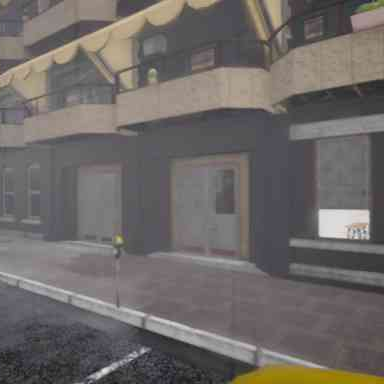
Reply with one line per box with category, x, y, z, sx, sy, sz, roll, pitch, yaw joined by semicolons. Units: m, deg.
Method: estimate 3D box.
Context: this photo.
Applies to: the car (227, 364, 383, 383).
car;2.048;1.530;1.272;4.829;1.417;1.752;0;-1;35
